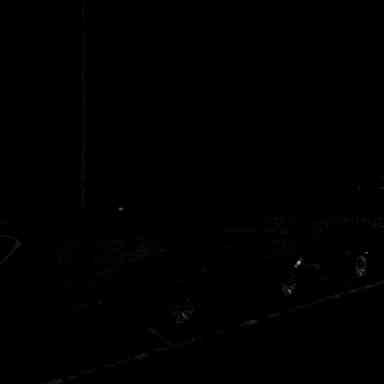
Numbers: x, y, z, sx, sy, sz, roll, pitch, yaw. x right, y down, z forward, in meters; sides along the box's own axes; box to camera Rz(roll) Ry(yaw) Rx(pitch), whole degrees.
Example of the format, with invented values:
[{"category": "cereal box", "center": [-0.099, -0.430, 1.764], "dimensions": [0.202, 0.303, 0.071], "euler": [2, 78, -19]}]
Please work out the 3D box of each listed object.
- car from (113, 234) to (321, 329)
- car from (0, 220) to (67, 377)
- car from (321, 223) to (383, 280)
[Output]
[{"category": "car", "center": [0.533, 1.607, 7.031], "dimensions": [4.313, 1.339, 1.947], "euler": [1, -1, -35]}, {"category": "car", "center": [-4.054, 1.303, 3.760], "dimensions": [5.009, 1.841, 2.192], "euler": [1, -1, -35]}, {"category": "car", "center": [5.122, 1.661, 10.303], "dimensions": [4.313, 1.339, 1.947], "euler": [1, -1, -35]}]
